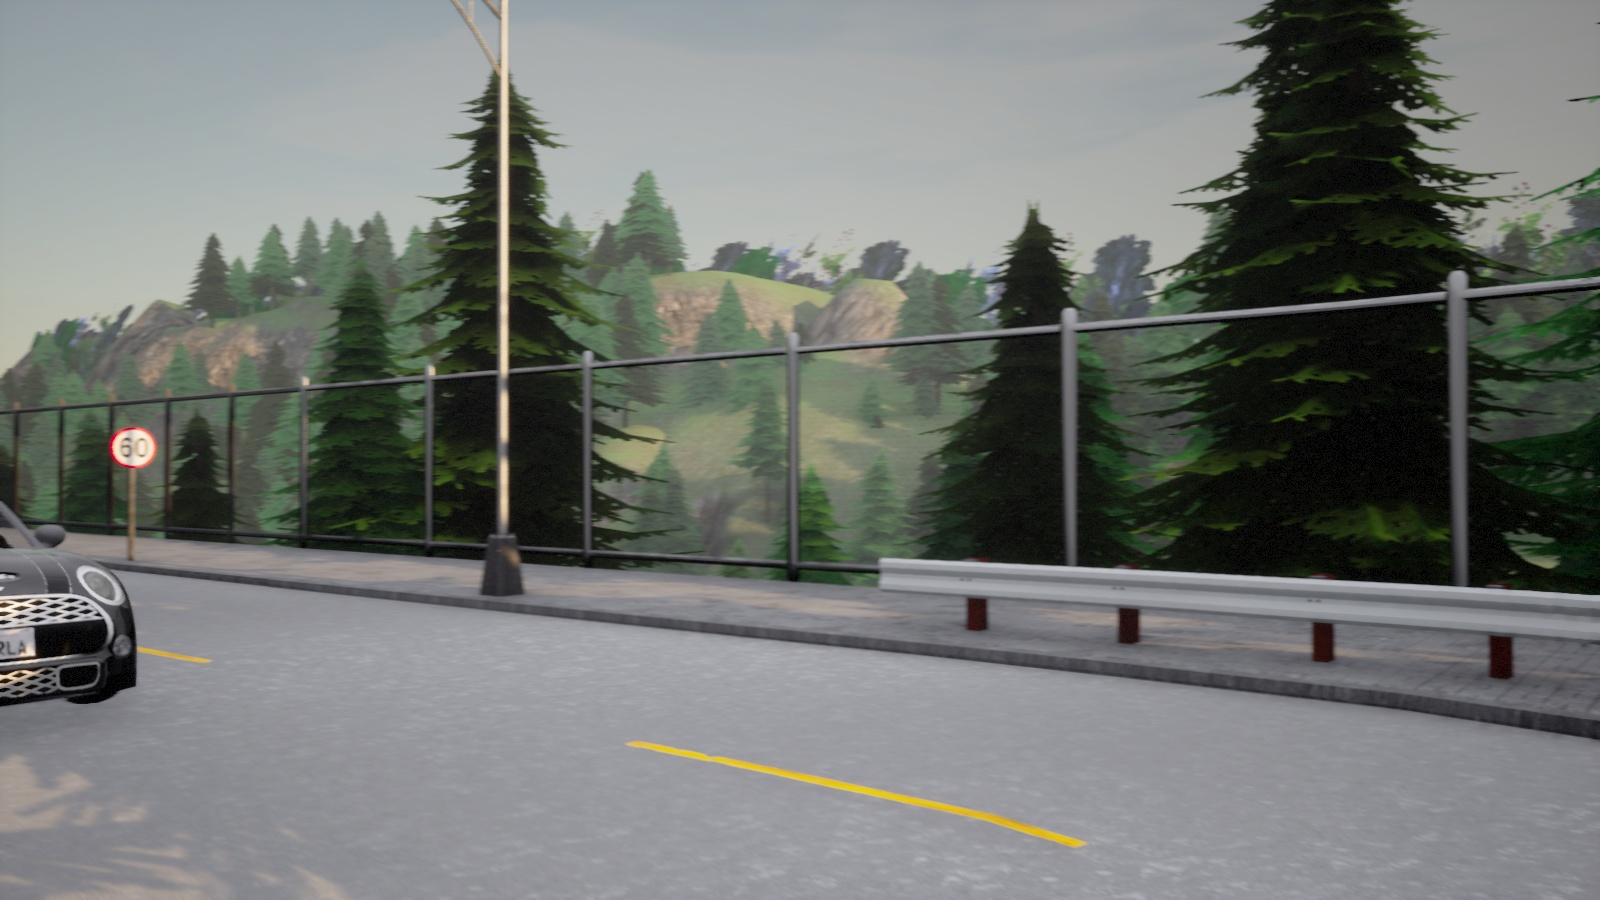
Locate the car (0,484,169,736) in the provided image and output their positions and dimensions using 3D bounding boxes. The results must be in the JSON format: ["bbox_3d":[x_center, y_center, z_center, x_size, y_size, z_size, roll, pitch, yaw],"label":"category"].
[{"bbox_3d":[-6.236,0.988,8.606,3.806,1.475,1.970,-1,-1,38],"label":"car"}]
